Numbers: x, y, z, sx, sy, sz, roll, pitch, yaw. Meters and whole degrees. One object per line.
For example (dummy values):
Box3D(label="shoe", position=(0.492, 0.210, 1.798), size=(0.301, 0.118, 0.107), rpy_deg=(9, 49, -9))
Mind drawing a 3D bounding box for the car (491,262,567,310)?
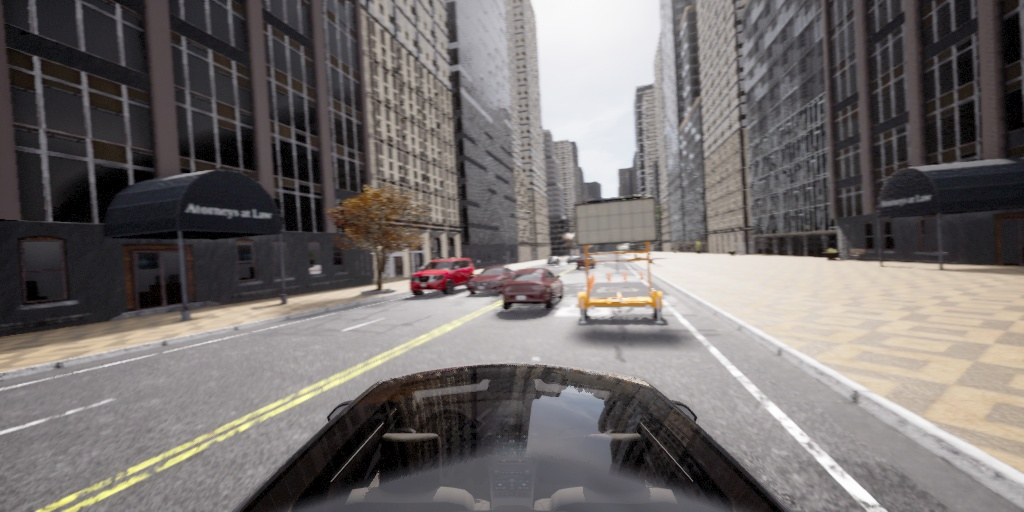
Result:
Box3D(label="car", position=(0.917, 1.213, 14.334), size=(1.812, 1.442, 4.674), rpy_deg=(-3, 0, 16))

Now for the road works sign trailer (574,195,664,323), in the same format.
Box3D(label="road works sign trailer", position=(3.350, 0.021, 11.136), size=(2.380, 3.560, 2.880), rpy_deg=(0, 0, 17))

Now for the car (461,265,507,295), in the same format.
Box3D(label="car", position=(-0.942, 1.311, 20.493), size=(1.812, 1.442, 4.674), rpy_deg=(-3, 0, 16))

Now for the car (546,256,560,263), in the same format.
Box3D(label="car", position=(7.065, 0.810, 61.149), size=(2.128, 1.511, 4.902), rpy_deg=(-3, 0, 16))

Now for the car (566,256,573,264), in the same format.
Box3D(label="car", position=(10.433, 0.685, 61.151), size=(1.994, 1.385, 4.181), rpy_deg=(-3, 0, 16))

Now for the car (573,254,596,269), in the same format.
Box3D(label="car", position=(8.941, 0.572, 43.247), size=(2.097, 1.767, 4.553), rpy_deg=(-3, 0, 16))

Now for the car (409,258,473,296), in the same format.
Box3D(label="car", position=(-3.989, 1.177, 21.706), size=(2.150, 2.045, 5.566), rpy_deg=(-3, 0, 16))
